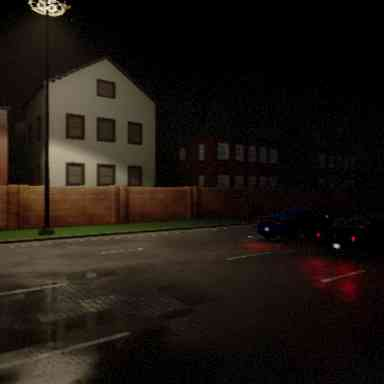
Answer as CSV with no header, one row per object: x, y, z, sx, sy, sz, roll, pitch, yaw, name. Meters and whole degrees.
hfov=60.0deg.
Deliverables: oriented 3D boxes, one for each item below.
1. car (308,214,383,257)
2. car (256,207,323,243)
6.875,1.605,12.949,4.718,1.301,1.895,0,0,-35,car
5.319,1.482,16.138,5.008,1.535,1.882,0,0,-36,car
